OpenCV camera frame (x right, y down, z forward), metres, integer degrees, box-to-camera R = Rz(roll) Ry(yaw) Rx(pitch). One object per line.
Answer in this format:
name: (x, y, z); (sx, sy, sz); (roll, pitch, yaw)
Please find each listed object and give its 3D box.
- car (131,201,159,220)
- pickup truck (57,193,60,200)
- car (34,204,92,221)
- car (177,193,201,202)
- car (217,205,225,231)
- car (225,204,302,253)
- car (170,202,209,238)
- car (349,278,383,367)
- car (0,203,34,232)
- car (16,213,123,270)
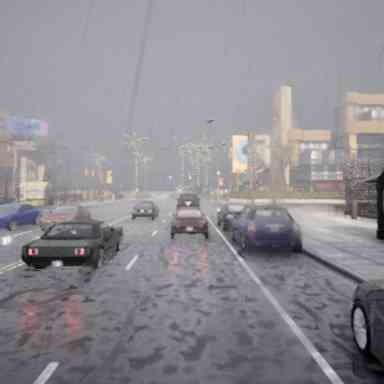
car: (-3.797, 1.486, 27.584); (2.033, 1.411, 5.357); (0, 0, -1)
pickup truck: (-29.801, 0.902, 80.179); (6.274, 2.098, 2.390); (0, 0, -1)
car: (-7.343, 1.479, 19.909); (1.812, 1.442, 4.674); (0, 0, -1)
car: (-0.295, 1.153, 31.817); (2.150, 2.045, 5.566); (0, 0, 1)
car: (2.617, 1.438, 20.199); (2.097, 1.535, 5.008); (0, 0, -1)
car: (2.854, 1.326, 13.776); (2.185, 1.767, 4.553); (0, 0, -1)
car: (-0.142, 1.488, 17.319); (1.812, 1.442, 4.674); (0, 0, -1)
car: (2.982, 1.476, 3.002); (2.231, 1.521, 4.892); (0, 0, 9)
car: (-10.844, 1.428, 20.100); (1.882, 1.535, 5.008); (0, 0, 0)
car: (-3.541, 1.575, 10.889); (1.895, 1.301, 4.718); (0, 0, -1)
